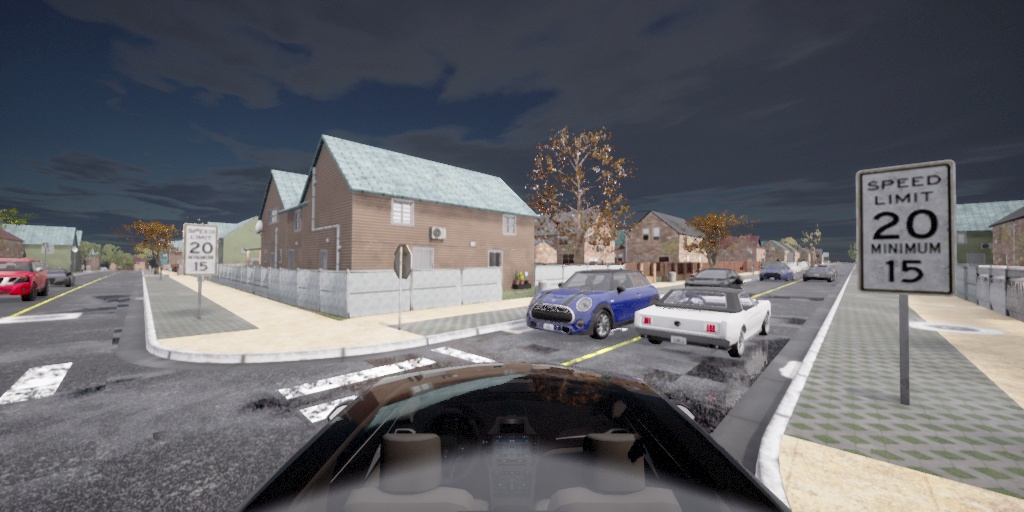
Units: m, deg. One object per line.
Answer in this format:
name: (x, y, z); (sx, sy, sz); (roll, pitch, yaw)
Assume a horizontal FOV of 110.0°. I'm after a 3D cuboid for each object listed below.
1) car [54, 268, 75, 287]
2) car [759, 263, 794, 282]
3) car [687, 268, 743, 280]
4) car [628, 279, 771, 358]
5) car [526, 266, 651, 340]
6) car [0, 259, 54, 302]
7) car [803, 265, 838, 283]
car: (-33.718, 1.607, 26.266); (4.181, 1.385, 1.994); (-1, -2, 44)
car: (24.312, 1.421, 32.945); (2.097, 1.767, 4.553); (-1, -1, 45)
car: (10.748, 1.396, 18.955); (1.882, 1.535, 5.008); (-1, -1, 44)
car: (4.868, 1.409, 8.748); (1.895, 1.301, 4.718); (-1, -1, 44)
car: (2.492, 1.179, 10.445); (4.553, 1.767, 2.097); (1, -1, -45)
car: (-24.513, 1.129, 17.337); (5.566, 2.045, 2.150); (-1, -2, 44)
car: (27.698, 1.627, 32.353); (4.181, 1.385, 1.994); (1, -1, -45)
